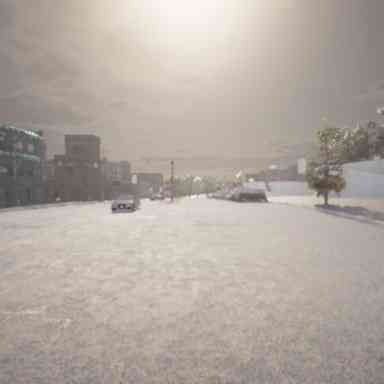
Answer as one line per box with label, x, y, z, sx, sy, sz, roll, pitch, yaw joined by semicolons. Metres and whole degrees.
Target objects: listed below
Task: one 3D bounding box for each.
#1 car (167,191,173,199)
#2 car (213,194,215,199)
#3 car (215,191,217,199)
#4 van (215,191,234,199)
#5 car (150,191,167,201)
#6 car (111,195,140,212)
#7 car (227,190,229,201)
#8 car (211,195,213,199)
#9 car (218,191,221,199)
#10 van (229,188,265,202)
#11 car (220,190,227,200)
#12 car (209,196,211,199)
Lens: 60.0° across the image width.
car;-5.771;0.677;79.665;2.150;2.045;5.566;0;-1;0
car;8.188;0.917;76.773;5.008;1.535;2.097;1;0;-20
car;8.347;0.868;70.886;5.366;1.575;1.946;1;-1;-20
van;8.086;0.756;82.689;4.442;1.987;1.878;1;-1;-20
car;-5.792;0.832;55.035;1.994;1.385;4.181;0;0;0
car;-5.824;0.970;29.563;1.994;1.385;4.181;-1;2;0
car;8.139;0.749;49.973;4.674;1.452;2.002;1;-1;-20
car;8.214;0.696;79.767;5.566;2.045;2.435;1;-1;-20
car;8.198;0.698;64.871;4.553;1.767;2.185;1;0;-20
van;8.034;0.458;46.951;4.442;1.987;1.878;1;0;-20
car;7.979;0.749;55.861;5.366;1.575;1.946;1;0;-20
car;8.173;0.774;85.692;5.566;2.045;2.435;1;-1;-20
